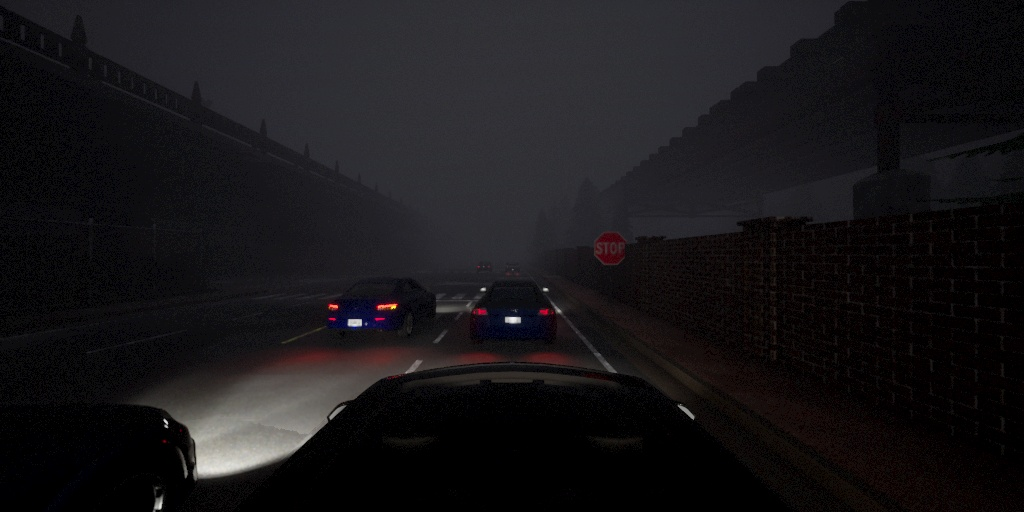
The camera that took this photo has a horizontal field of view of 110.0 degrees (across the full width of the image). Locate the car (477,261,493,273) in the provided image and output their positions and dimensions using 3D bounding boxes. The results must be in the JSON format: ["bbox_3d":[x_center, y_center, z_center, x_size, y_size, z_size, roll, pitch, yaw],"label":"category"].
[{"bbox_3d":[-3.416,1.337,45.304,2.033,1.411,5.357,0,0,-1],"label":"car"}]

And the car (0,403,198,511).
[{"bbox_3d":[-3.399,1.313,0.996,1.994,1.385,4.181,0,0,0],"label":"car"}]

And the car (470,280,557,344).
[{"bbox_3d":[0.062,1.321,9.572,1.994,1.385,4.181,0,0,1],"label":"car"}]

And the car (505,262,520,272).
[{"bbox_3d":[0.065,1.391,46.242,1.895,1.301,4.718,0,0,-1],"label":"car"}]

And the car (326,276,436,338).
[{"bbox_3d":[-3.420,1.283,10.092,1.812,1.442,4.674,0,0,0],"label":"car"}]
